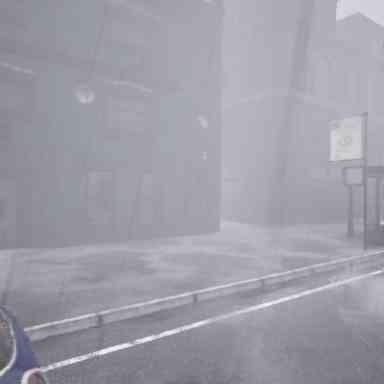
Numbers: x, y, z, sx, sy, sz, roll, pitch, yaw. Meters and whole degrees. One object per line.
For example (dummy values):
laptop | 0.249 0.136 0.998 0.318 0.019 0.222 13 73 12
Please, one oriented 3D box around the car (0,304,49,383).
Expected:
car | -3.065 1.354 1.497 4.553 1.767 2.097 0 0 -36
